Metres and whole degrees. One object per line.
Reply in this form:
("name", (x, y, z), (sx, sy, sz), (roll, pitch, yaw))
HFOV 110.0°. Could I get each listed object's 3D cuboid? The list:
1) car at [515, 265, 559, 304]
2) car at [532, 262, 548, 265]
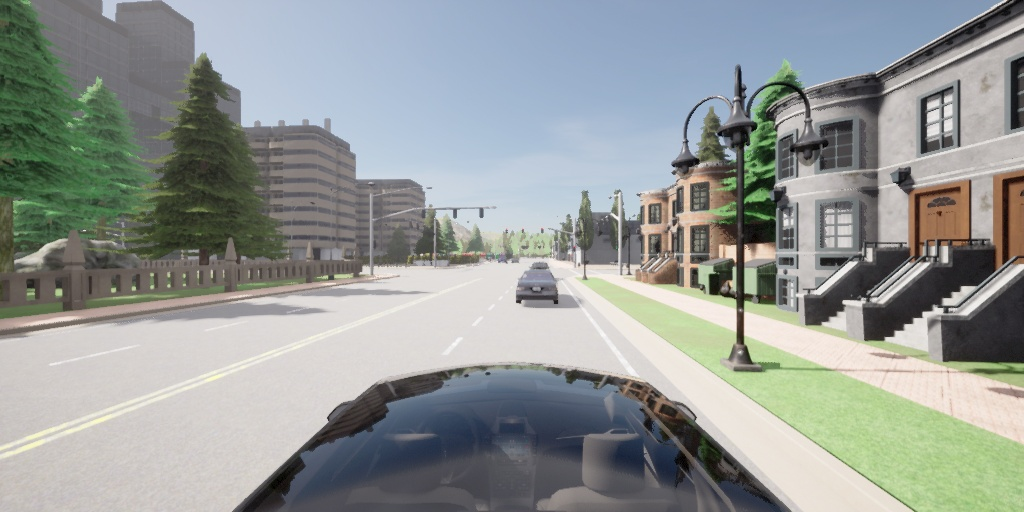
("car", (1.166, 1.312, 16.303), (2.033, 1.411, 5.357), (0, 0, 5))
("car", (2.438, 1.265, 31.249), (1.837, 1.490, 4.892), (0, 0, 5))
